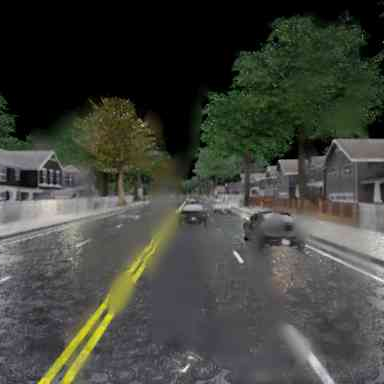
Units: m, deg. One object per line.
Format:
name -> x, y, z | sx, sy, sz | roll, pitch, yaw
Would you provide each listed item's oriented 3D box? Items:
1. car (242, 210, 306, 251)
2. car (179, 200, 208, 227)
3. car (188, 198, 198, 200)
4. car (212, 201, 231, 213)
car -> 3.348, 1.548, 14.292 | 1.837, 1.490, 4.892 | 0, 0, 0
car -> 0.100, 1.539, 23.347 | 1.882, 1.535, 5.008 | 0, 0, 0
car -> 0.101, 1.587, 43.030 | 1.837, 1.490, 4.892 | 0, 0, 0
car -> 3.352, 1.682, 38.537 | 1.895, 1.301, 4.718 | 0, 0, 0
